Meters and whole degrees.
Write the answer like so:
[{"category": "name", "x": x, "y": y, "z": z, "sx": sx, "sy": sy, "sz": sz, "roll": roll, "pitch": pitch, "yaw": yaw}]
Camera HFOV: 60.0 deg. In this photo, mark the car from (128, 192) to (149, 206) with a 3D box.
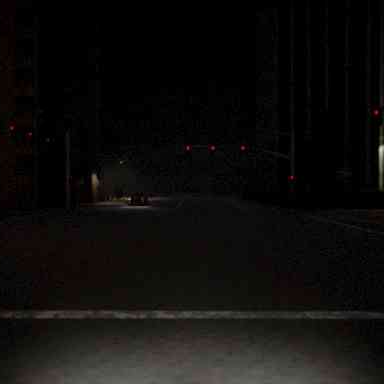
[{"category": "car", "x": -6.939, "y": 0.842, "z": 43.267, "sx": 2.097, "sy": 1.767, "sz": 4.553, "roll": 0, "pitch": 0, "yaw": 0}]
